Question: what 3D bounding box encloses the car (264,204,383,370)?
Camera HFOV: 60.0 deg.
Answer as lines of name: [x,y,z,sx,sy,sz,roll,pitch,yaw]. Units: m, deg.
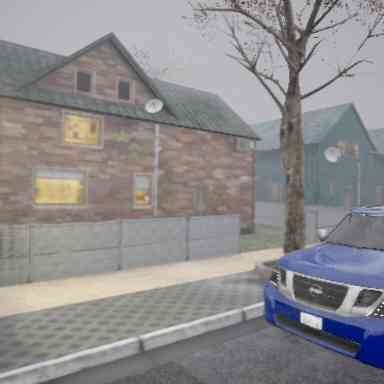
car: [3.723,1.252,5.726,5.566,2.045,2.150,0,0,-36]
